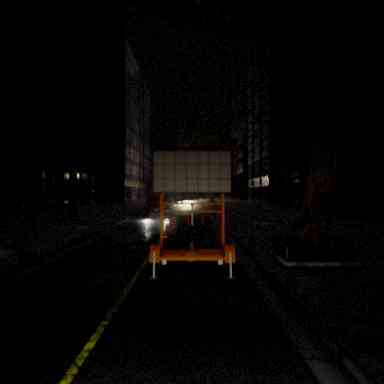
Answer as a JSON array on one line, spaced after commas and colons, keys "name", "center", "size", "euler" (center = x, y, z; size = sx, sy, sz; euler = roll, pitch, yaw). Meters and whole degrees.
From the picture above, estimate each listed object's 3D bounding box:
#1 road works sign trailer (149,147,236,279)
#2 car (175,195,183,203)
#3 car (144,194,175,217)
[{"name": "road works sign trailer", "center": [0.011, 0.459, 10.002], "size": [2.380, 3.560, 2.880], "euler": [0, 0, 0]}, {"name": "car", "center": [-2.923, 1.485, 70.323], "size": [2.128, 1.511, 4.902], "euler": [0, 0, 0]}, {"name": "car", "center": [-3.067, 1.206, 31.237], "size": [2.150, 2.045, 5.566], "euler": [0, 0, 0]}]
